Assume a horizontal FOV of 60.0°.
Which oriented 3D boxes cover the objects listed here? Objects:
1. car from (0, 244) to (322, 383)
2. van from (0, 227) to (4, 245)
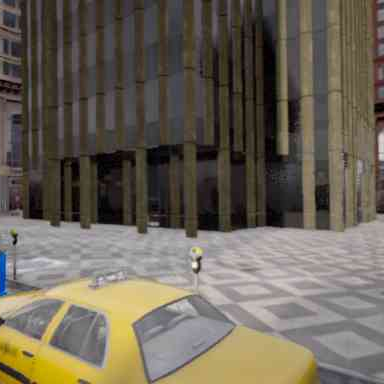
[{"bbox_3d":[-1.110,1.564,3.761,4.829,1.417,1.752,-1,-1,36],"label":"car"},{"bbox_3d":[-5.469,1.451,6.874,3.998,1.788,1.690,-1,-1,36],"label":"van"}]
